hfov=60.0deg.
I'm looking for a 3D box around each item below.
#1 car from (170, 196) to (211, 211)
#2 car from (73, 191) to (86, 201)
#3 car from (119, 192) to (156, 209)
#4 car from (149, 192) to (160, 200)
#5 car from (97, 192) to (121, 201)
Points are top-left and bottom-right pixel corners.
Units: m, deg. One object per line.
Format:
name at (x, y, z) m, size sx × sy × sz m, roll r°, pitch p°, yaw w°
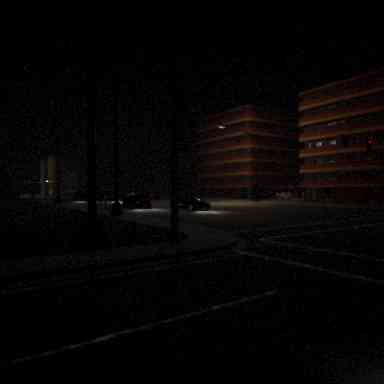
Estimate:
car at (-0.292, 1.152, 34.693) m, size 2.033 × 1.411 × 5.357 m, roll -1°, pitch 1°, yaw -34°
car at (-18.188, 0.679, 54.833) m, size 1.837 × 1.490 × 4.892 m, roll -1°, pitch 1°, yaw -34°
car at (-6.214, 1.063, 37.154) m, size 1.812 × 1.442 × 4.674 m, roll -1°, pitch 2°, yaw -34°
car at (-7.251, 0.673, 57.541) m, size 1.812 × 1.442 × 4.674 m, roll -1°, pitch 1°, yaw -34°
car at (-13.962, 0.775, 54.811) m, size 1.895 × 1.301 × 4.718 m, roll -1°, pitch 1°, yaw -34°
